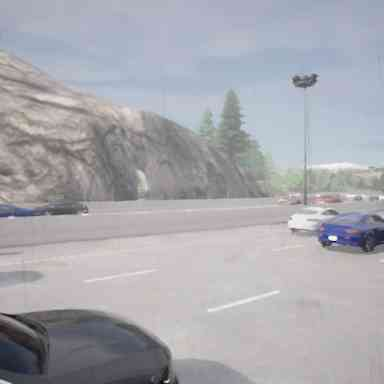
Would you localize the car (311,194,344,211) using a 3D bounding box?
[{"bbox_3d":[17.721,1.275,43.440,2.150,2.045,5.566,0,0,43],"label":"car"}]

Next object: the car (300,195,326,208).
[{"bbox_3d":[17.836,1.411,48.836,2.097,1.767,4.553,0,0,42],"label":"car"}]

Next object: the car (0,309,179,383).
[{"bbox_3d":[-2.352,1.511,2.163,4.892,1.490,1.837,0,0,-35],"label":"car"}]

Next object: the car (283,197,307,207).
[{"bbox_3d":[16.187,1.592,52.241,1.812,1.442,4.674,0,0,41],"label":"car"}]

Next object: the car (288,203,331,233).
[{"bbox_3d":[7.197,1.548,18.495,4.674,1.442,1.812,0,0,-40],"label":"car"}]

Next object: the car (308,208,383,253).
[{"bbox_3d":[6.996,1.541,13.758,4.674,1.442,1.812,0,0,-39],"label":"car"}]

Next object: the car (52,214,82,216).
[{"bbox_3d":[-11.887,1.567,30.242,4.892,1.490,1.837,0,0,-38],"label":"car"}]

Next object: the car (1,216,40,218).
[{"bbox_3d":[-12.544,1.526,20.939,5.008,1.535,1.882,0,0,-37],"label":"car"}]
